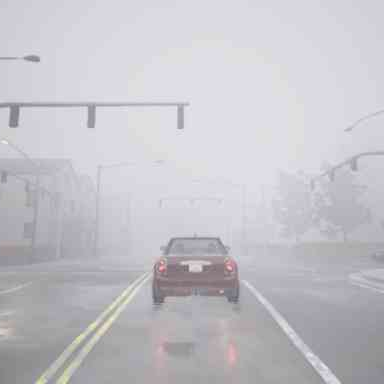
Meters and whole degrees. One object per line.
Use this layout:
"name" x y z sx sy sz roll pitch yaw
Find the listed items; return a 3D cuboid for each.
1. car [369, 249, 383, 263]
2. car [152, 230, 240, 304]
"car" 16.211 4.681 25.486 4.892 1.490 1.837 0 -10 1
"car" 0.100 1.996 9.835 2.097 1.767 4.553 0 -5 0
